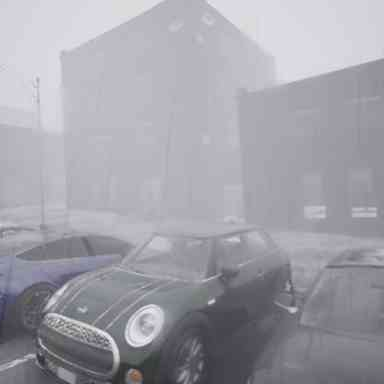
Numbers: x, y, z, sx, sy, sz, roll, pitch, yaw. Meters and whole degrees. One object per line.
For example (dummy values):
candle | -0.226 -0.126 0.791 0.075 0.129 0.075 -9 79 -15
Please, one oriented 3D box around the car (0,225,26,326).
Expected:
car | -2.431 1.530 7.088 2.163 1.488 4.792 0 0 35

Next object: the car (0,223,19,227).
car | -4.843 1.550 8.769 2.002 1.452 4.674 0 0 35

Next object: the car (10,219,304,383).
car | -0.038 1.365 5.385 2.185 1.767 4.553 0 0 35
